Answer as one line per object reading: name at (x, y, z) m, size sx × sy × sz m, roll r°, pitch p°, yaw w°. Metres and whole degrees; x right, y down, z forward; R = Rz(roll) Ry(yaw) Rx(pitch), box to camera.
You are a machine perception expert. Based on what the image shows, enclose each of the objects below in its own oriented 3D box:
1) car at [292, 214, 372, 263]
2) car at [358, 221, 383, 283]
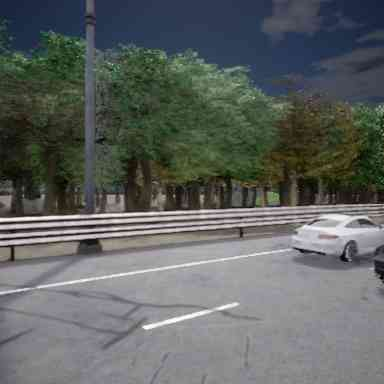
car at (5.529, 1.508, 11.839) m, size 4.674 × 1.442 × 1.812 m, roll 0°, pitch 0°, yaw -34°
car at (6.392, 1.499, 8.183) m, size 4.892 × 1.490 × 1.837 m, roll 0°, pitch 0°, yaw -34°
